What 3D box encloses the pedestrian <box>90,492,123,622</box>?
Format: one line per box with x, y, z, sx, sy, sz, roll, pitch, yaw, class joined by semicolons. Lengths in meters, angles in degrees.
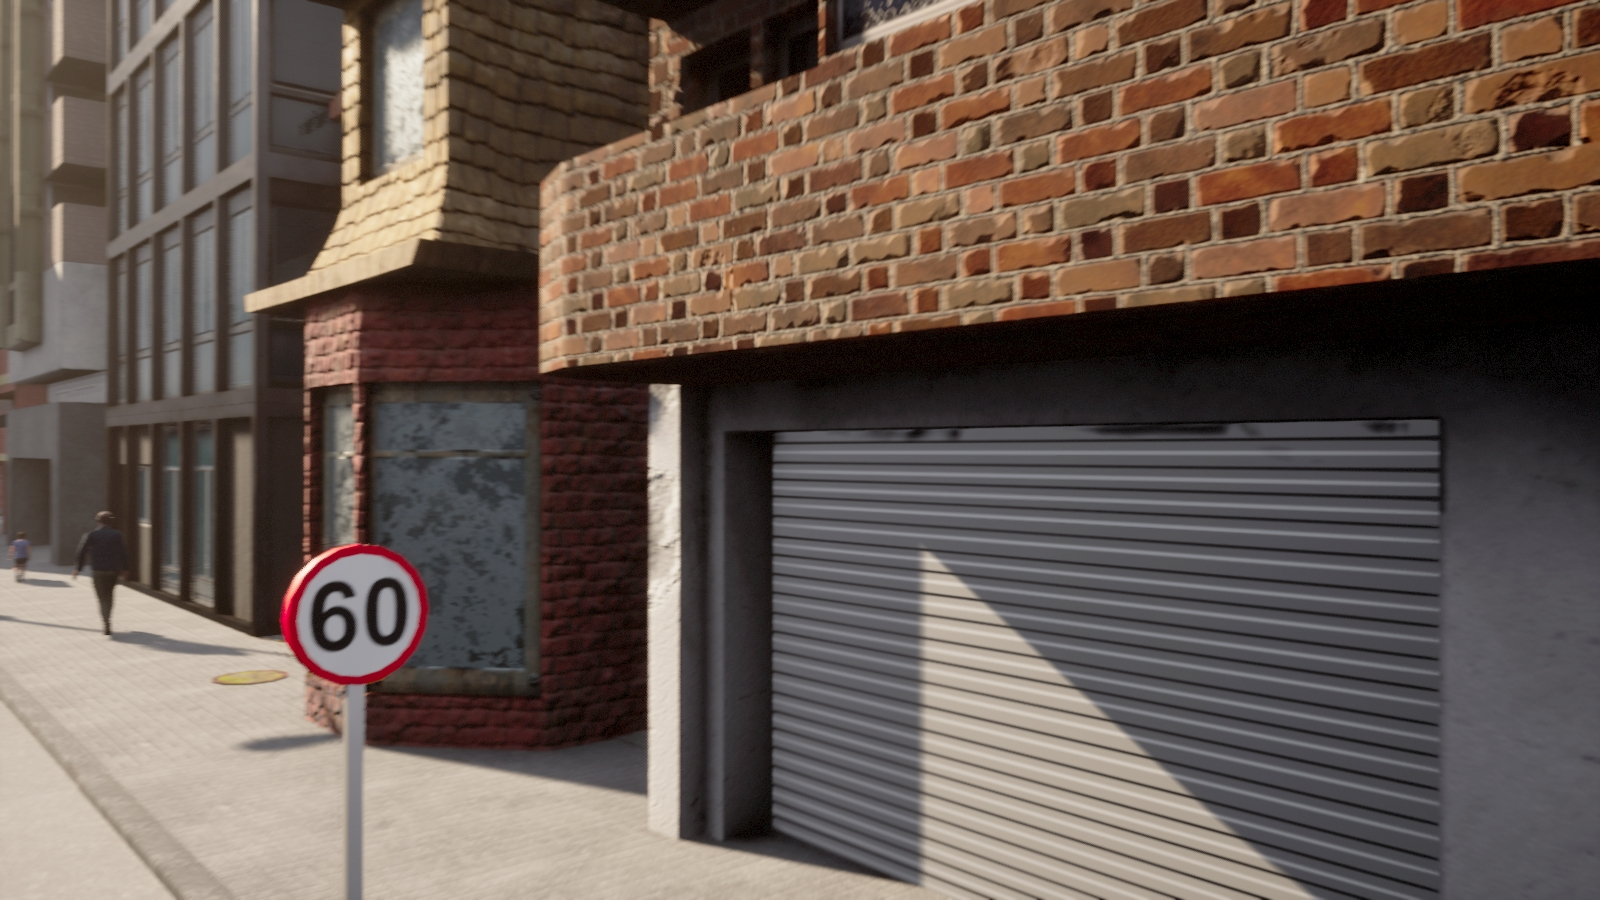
-10.126;1.547;16.688;0.375;1.860;0.375;0;0;-36;pedestrian

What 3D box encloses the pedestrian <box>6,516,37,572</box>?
-16.064;1.932;23.567;0.500;1.100;0.500;0;0;-36;pedestrian
